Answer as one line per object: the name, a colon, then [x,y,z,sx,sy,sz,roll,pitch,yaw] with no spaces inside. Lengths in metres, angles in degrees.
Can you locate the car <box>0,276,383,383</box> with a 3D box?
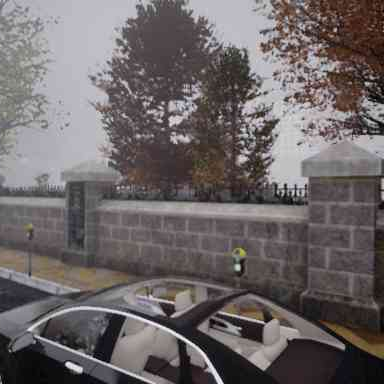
car: [-0.427,1.533,3.182,4.403,1.369,2.008,1,0,36]
